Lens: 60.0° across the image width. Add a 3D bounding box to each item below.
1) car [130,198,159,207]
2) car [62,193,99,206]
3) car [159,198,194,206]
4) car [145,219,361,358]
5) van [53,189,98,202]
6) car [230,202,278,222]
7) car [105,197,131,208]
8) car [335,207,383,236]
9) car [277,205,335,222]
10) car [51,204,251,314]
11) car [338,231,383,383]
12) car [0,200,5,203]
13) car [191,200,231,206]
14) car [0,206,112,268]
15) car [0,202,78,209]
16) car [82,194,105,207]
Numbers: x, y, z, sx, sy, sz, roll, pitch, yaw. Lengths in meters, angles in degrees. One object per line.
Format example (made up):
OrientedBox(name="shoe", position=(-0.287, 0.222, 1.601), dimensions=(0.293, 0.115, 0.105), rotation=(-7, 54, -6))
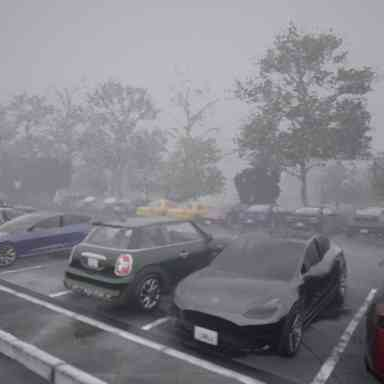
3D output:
OrientedBox(name="car", position=(-1.908, 1.280, 25.462), dimensions=(1.946, 1.575, 5.366), rotation=(2, 1, 36))
OrientedBox(name="car", position=(-8.880, 1.059, 30.304), dimensions=(2.002, 1.452, 4.674), rotation=(2, 1, 36))
OrientedBox(name="car", position=(0.353, 1.349, 23.819), dimensions=(1.946, 1.575, 5.366), rotation=(2, 1, 36))
OrientedBox(name="car", position=(1.598, 1.555, 6.477), dimensions=(2.163, 1.488, 4.792), rotation=(1, 0, 36))
OrientedBox(name="van", position=(-11.110, 0.705, 31.765), dimensions=(1.878, 1.987, 4.442), rotation=(2, 2, 36))
OrientedBox(name="car", position=(4.646, 1.453, 20.462), dimensions=(2.097, 1.535, 5.008), rotation=(1, 1, 36))
OrientedBox(name="car", position=(-4.258, 1.235, 26.977), dimensions=(2.163, 1.488, 4.792), rotation=(2, 1, 36))
OrientedBox(name="car", position=(9.262, 1.522, 17.105), dimensions=(2.231, 1.521, 4.892), rotation=(1, 0, 36))
OrientedBox(name="car", position=(6.902, 1.491, 18.821), dimensions=(2.097, 1.535, 5.008), rotation=(1, 0, 36))
OrientedBox(name="car", position=(-0.657, 1.372, 8.113), dimensions=(2.185, 1.767, 4.553), rotation=(1, 0, 36))
OrientedBox(name="car", position=(3.887, 1.574, 4.885), dimensions=(2.163, 1.488, 4.792), rotation=(0, 0, 36))
OrientedBox(name="car", position=(-9.635, 1.038, 14.714), dimensions=(2.435, 2.045, 5.566), rotation=(2, 1, 36))
OrientedBox(name="car", position=(2.374, 1.438, 22.084), dimensions=(2.163, 1.488, 4.792), rotation=(1, 1, 36))
OrientedBox(name="car", position=(-5.171, 1.446, 11.398), dimensions=(2.163, 1.488, 4.792), rotation=(1, 1, 36))
OrientedBox(name="car", position=(-7.405, 1.359, 13.050), dimensions=(2.231, 1.521, 4.892), rotation=(1, 1, 36))
OrientedBox(name="car", position=(-6.628, 1.154, 28.668), dimensions=(2.002, 1.452, 4.674), rotation=(2, 1, 36))
